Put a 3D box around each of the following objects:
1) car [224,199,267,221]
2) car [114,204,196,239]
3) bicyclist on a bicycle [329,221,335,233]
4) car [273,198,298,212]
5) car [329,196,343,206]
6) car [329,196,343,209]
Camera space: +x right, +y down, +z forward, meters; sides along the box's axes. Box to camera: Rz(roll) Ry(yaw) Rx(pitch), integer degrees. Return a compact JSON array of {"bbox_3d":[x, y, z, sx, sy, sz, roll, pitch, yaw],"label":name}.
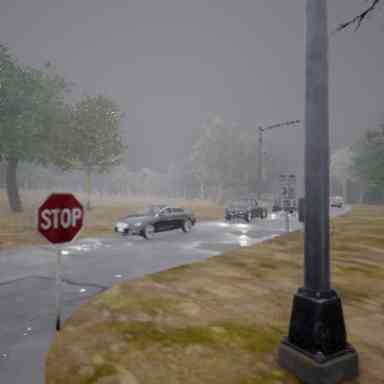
[{"bbox_3d":[4.118,1.307,25.166,1.837,1.490,4.892,1,1,33],"label":"car"},{"bbox_3d":[-1.758,1.412,17.004,2.128,1.511,4.902,1,1,37],"label":"car"},{"bbox_3d":[6.685,1.360,17.560,1.656,1.620,0.582,-1,0,36],"label":"bicyclist on a bicycle"},{"bbox_3d":[9.681,1.214,33.914,1.837,1.490,4.892,1,1,31],"label":"car"},{"bbox_3d":[23.030,1.401,53.259,1.882,1.535,5.008,1,-1,23],"label":"car"},{"bbox_3d":[17.494,1.323,41.454,1.994,1.385,4.181,1,0,27],"label":"car"}]
